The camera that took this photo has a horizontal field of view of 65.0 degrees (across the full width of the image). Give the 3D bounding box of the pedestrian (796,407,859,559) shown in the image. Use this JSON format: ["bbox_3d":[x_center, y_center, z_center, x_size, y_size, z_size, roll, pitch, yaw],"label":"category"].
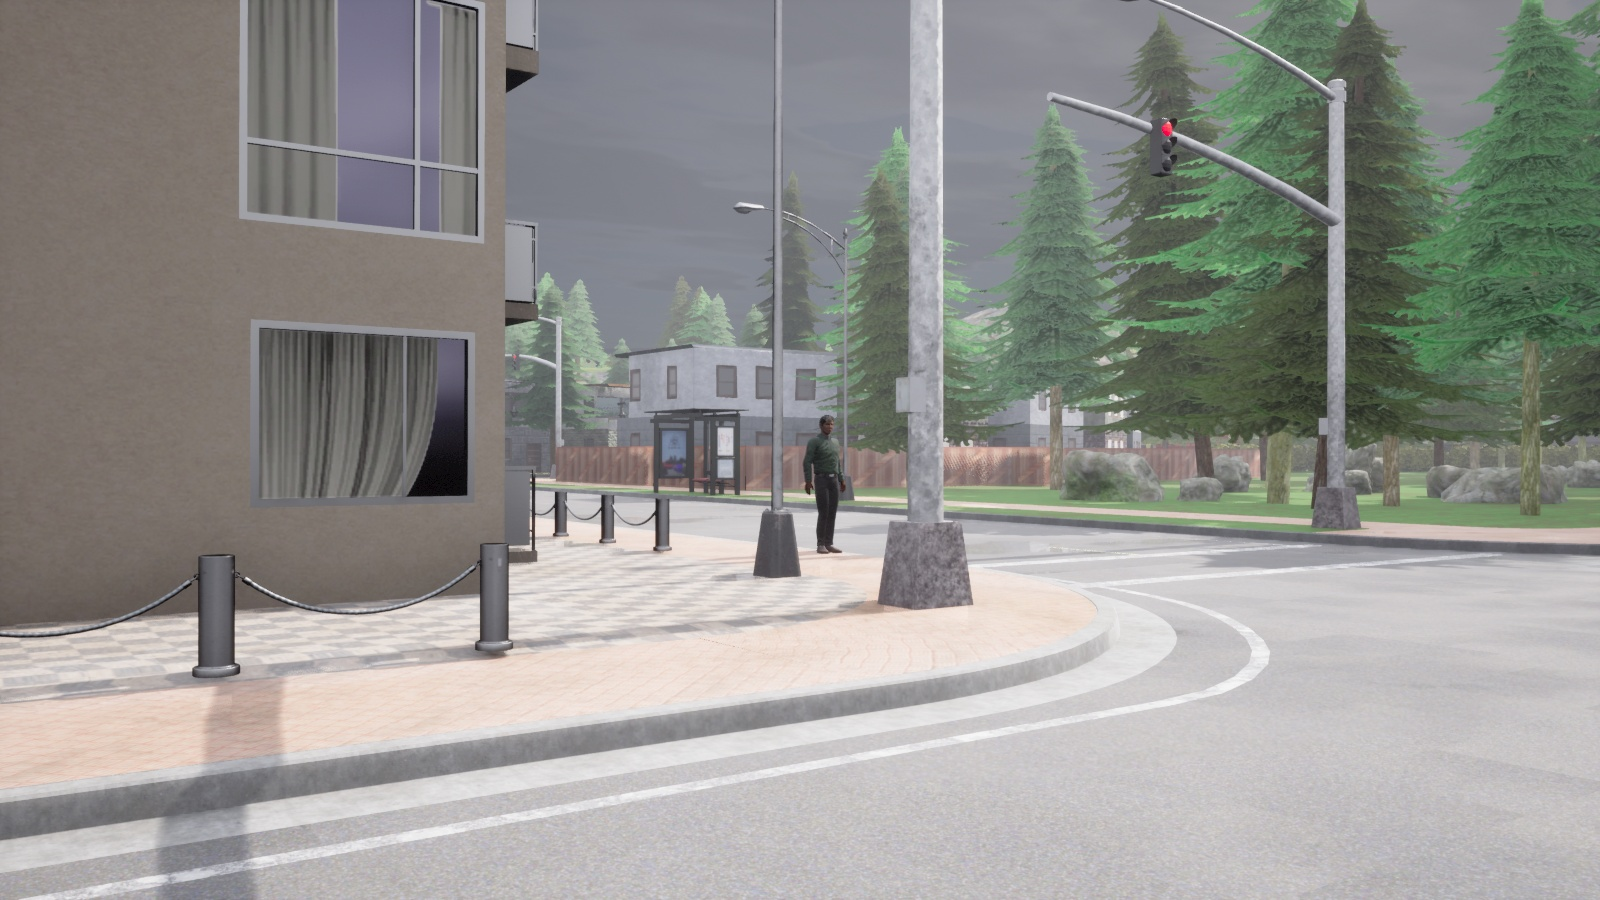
[{"bbox_3d":[0.359,0.430,16.557,0.423,1.949,0.788,0,0,-37],"label":"pedestrian"}]
